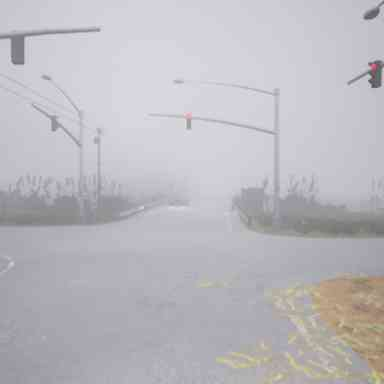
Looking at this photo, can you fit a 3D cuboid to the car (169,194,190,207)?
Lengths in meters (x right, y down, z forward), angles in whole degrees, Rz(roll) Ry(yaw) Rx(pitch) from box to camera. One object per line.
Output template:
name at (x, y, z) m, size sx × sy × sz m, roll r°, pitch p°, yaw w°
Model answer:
car at (-1.375, 0.916, 37.872) m, size 1.994 × 1.385 × 4.181 m, roll 0°, pitch 2°, yaw 6°
